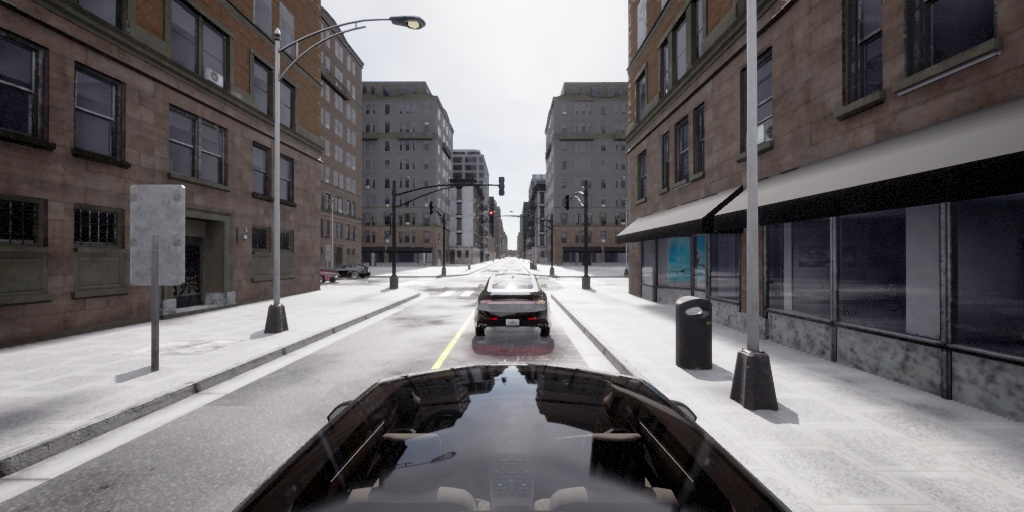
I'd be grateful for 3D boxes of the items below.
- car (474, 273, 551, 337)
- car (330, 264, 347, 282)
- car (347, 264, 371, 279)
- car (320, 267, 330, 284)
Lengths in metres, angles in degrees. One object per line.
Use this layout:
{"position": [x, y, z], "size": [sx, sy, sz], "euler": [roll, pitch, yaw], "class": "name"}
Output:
{"position": [0.022, 1.242, 10.302], "size": [2.128, 1.511, 4.902], "euler": [0, 0, 0], "class": "car"}
{"position": [-14.743, 1.300, 26.031], "size": [4.181, 1.385, 1.994], "euler": [0, 0, 0], "class": "car"}
{"position": [-14.686, 1.330, 31.513], "size": [4.313, 1.339, 1.948], "euler": [0, 0, 0], "class": "car"}
{"position": [-14.713, 1.289, 23.487], "size": [4.313, 1.339, 1.948], "euler": [0, 0, 0], "class": "car"}
